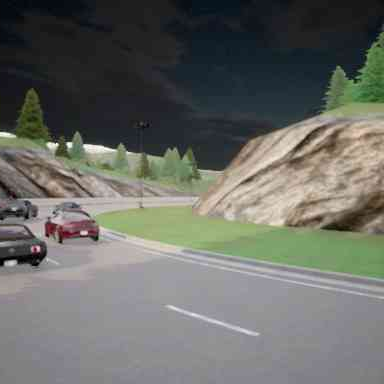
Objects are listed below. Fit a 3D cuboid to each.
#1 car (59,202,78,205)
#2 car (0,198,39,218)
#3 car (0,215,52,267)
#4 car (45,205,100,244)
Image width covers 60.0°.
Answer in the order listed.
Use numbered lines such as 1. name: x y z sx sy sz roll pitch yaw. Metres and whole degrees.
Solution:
1. car: -12.170 1.683 32.868 2.033 1.411 5.357 0 0 -8
2. car: -14.810 1.447 28.821 2.097 1.767 4.553 1 0 -14
3. car: -6.279 1.633 10.706 1.895 1.301 4.718 1 0 -39
4. car: -5.926 1.594 16.243 1.812 1.442 4.674 0 0 -34
